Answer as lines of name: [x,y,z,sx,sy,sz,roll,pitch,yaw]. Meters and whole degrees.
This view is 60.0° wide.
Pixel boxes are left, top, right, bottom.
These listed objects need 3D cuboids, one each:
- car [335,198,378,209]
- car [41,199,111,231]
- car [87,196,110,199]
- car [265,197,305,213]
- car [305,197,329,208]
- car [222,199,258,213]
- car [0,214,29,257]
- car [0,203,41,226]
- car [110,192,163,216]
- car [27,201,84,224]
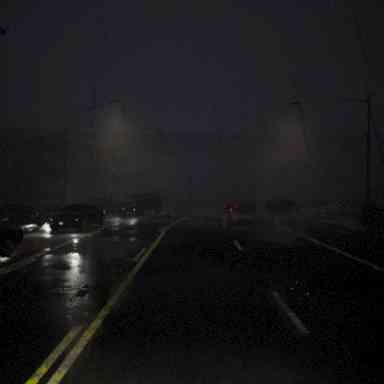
car: [19.697,1.334,39.777,4.718,1.301,1.895,0,0,-15]
car: [-6.681,1.387,19.892,1.837,1.490,4.892,0,0,5]
car: [-8.530,1.176,29.553,2.097,1.767,4.553,0,0,19]
car: [9.134,1.261,33.267,1.882,1.535,5.008,0,1,41]
car: [15.089,1.290,41.782,4.181,1.385,1.994,0,0,-25]
car: [4.933,1.389,33.302,1.895,1.301,4.718,0,0,34]
car: [-7.023,1.546,9.792,1.895,1.301,4.718,0,0,1]
car: [-10.239,1.415,19.336,1.812,1.442,4.674,0,0,3]
car: [-4.654,1.036,30.328,2.150,2.045,5.566,0,1,23]
car: [-9.897,1.465,24.473,1.994,1.385,4.181,0,0,9]
